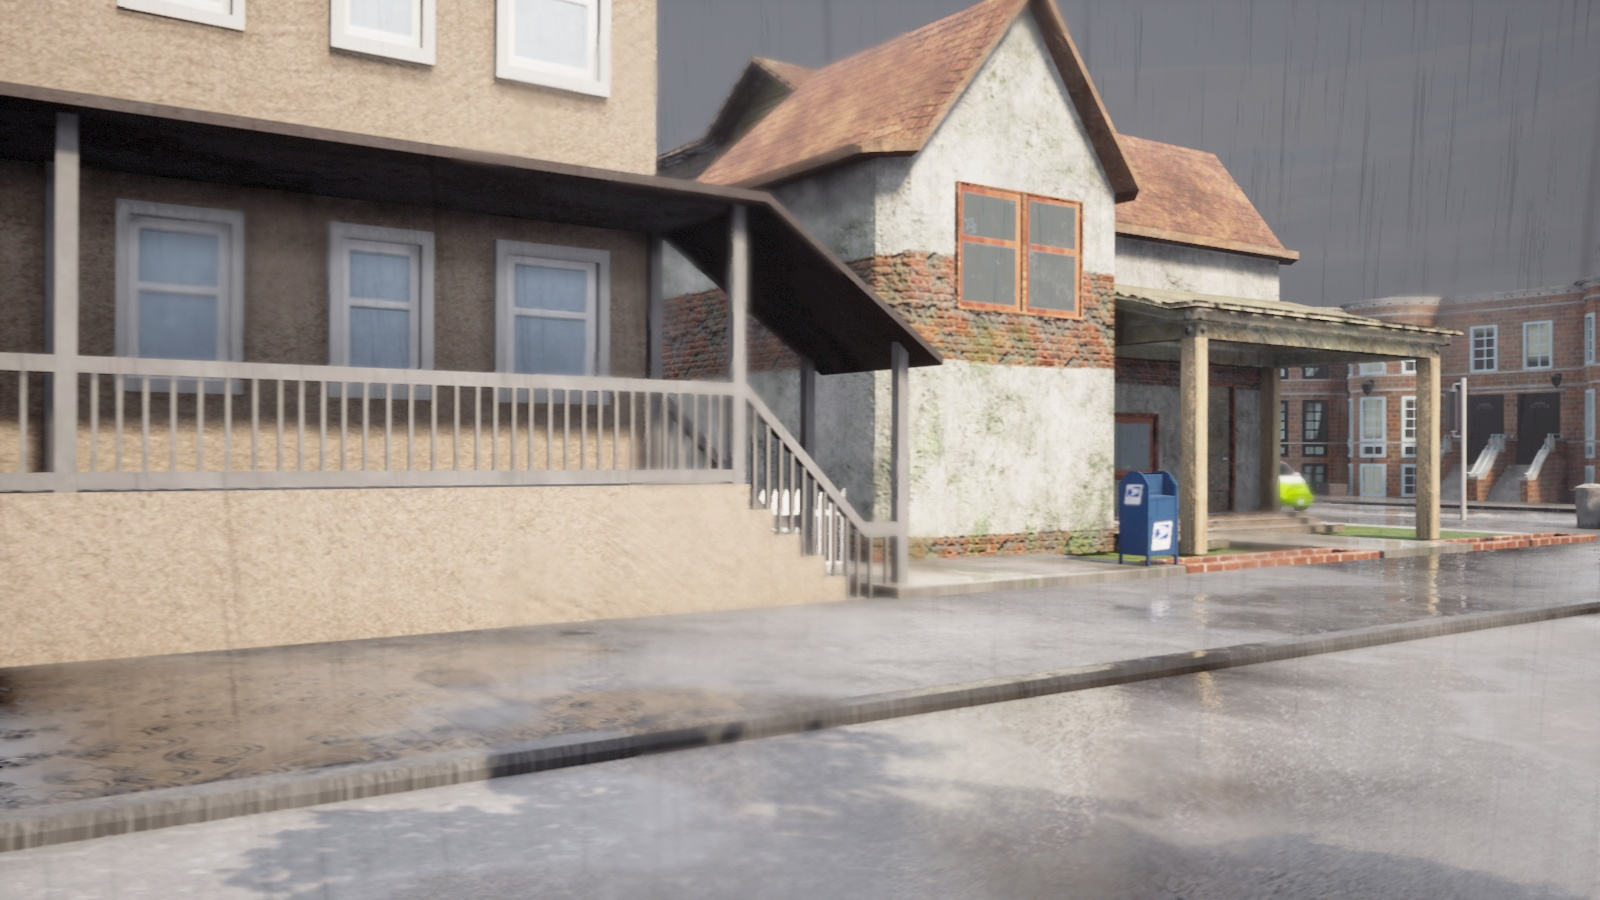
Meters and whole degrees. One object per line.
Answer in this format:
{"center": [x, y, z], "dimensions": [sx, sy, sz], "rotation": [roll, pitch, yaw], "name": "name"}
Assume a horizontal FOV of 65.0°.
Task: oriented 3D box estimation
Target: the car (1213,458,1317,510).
{"center": [12.693, 0.909, 34.304], "dimensions": [1.481, 1.376, 2.207], "rotation": [0, -1, -35], "name": "car"}
